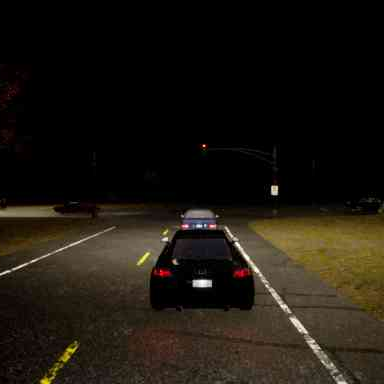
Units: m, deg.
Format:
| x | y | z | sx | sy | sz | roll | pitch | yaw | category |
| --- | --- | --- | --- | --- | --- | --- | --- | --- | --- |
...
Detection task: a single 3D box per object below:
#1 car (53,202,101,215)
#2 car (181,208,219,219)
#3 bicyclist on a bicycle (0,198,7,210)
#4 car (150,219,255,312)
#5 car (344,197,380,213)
| x | y | z | sx | sy | sz | roll | pitch | yaw | category |
| --- | --- | --- | --- | --- | --- | --- | --- | --- | --- |
| -12.448 | 1.744 | 36.319 | 4.718 | 1.301 | 1.895 | -1 | 1 | 5 | car |
| 0.387 | 1.530 | 17.020 | 2.033 | 1.411 | 5.357 | 0 | 0 | 2 | car |
| -25.532 | 1.579 | 45.049 | 0.582 | 1.620 | 1.656 | -1 | 0 | 5 | bicyclist on a bicycle |
| 0.198 | 1.558 | 7.792 | 1.994 | 1.385 | 4.181 | 0 | 0 | 1 | car |
| 18.080 | 1.284 | 33.739 | 4.902 | 1.511 | 2.128 | -1 | 1 | 5 | car |
